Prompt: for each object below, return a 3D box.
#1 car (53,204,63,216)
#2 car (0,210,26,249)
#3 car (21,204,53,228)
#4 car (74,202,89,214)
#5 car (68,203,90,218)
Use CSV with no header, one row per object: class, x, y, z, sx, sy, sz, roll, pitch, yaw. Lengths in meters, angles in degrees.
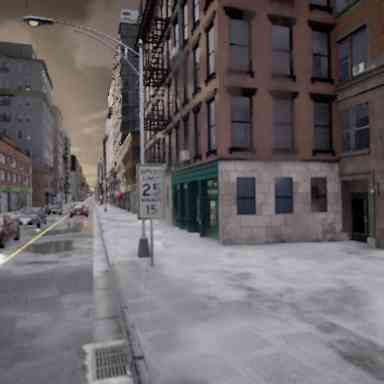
car,-16.691,2.198,40.297,2.033,1.411,5.357,-1,-1,-17
car,-9.518,1.808,15.823,1.812,1.442,4.674,-1,-1,-16
car,-12.469,1.917,25.783,2.128,1.511,4.902,-1,-1,-16
car,-15.456,2.226,46.694,1.812,1.442,4.674,-1,-1,-16
car,-12.485,2.062,36.850,1.812,1.442,4.674,-1,-1,-16
